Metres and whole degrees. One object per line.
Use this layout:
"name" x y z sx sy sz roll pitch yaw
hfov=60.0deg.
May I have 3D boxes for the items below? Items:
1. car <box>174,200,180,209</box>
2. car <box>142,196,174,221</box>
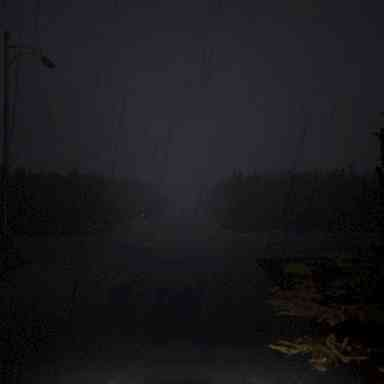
"car" -3.078 1.972 54.980 1.812 1.442 4.674 0 -2 0
"car" -3.088 1.419 29.766 2.150 2.045 5.566 0 0 0
